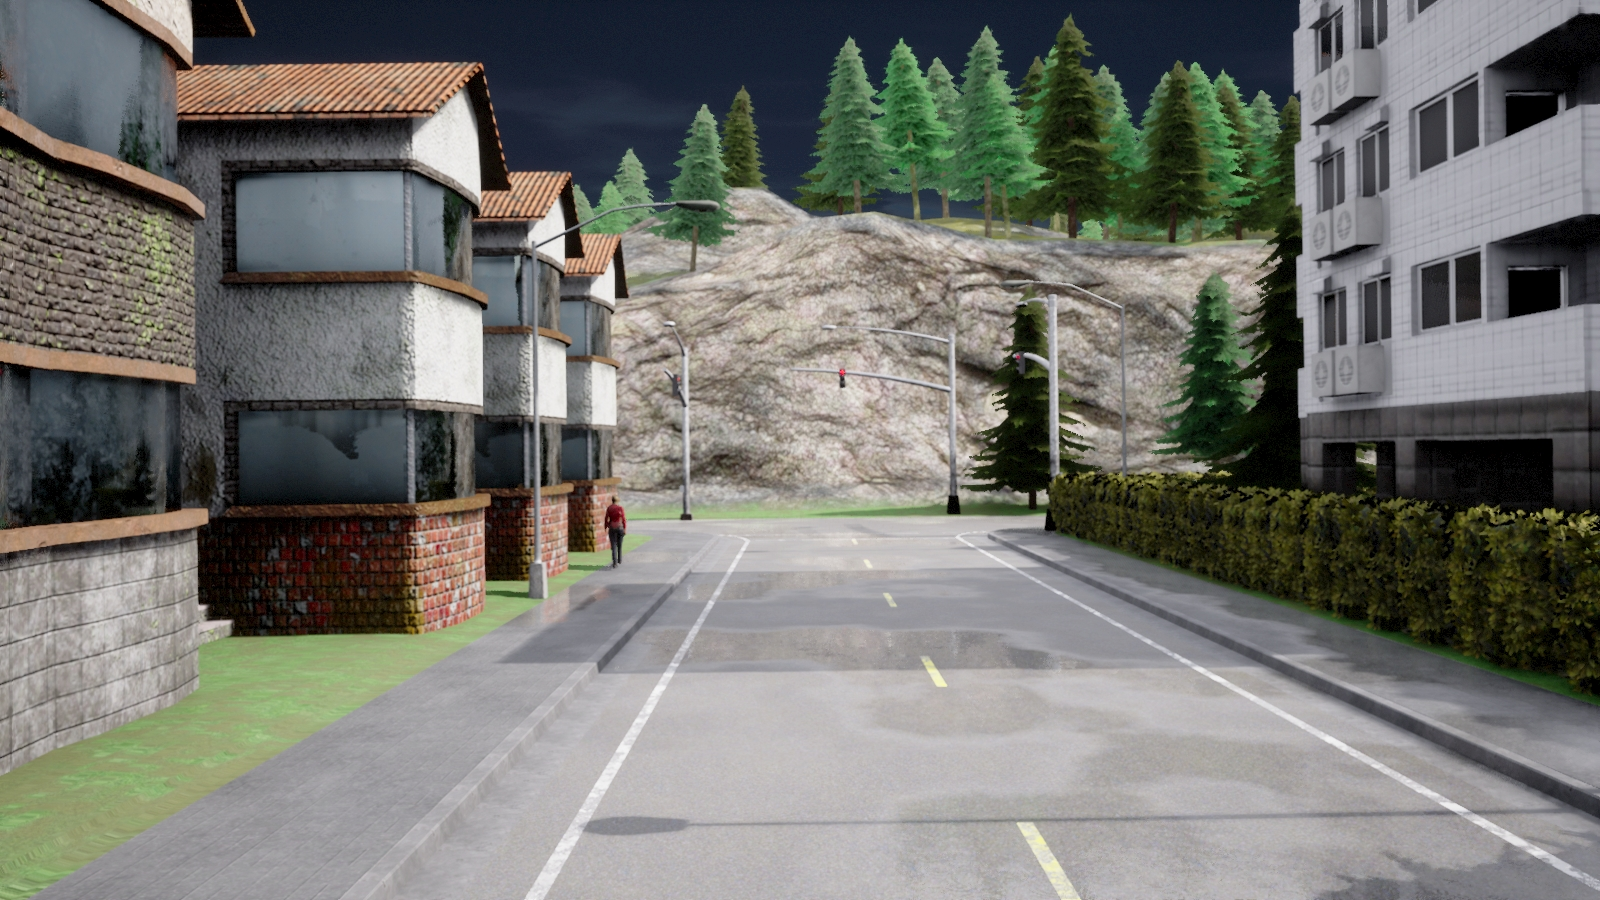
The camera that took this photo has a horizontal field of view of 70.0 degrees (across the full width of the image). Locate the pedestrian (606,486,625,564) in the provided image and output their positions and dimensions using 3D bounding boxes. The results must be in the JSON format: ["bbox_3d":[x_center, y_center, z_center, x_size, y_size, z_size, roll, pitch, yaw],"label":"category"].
[{"bbox_3d":[-4.457,1.803,27.618,0.375,1.860,0.375,-1,0,-2],"label":"pedestrian"}]
